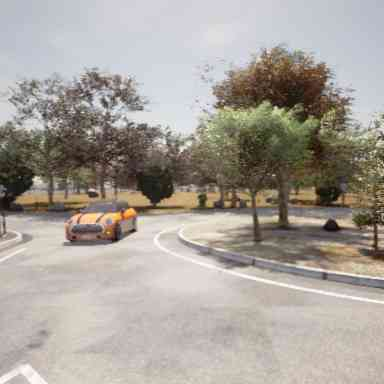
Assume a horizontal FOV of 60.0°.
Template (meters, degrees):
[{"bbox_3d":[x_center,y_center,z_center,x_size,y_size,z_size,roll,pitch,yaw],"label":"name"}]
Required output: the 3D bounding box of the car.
[{"bbox_3d":[-3.996,1.174,15.310,2.097,1.767,4.553,-2,0,4],"label":"car"}]
